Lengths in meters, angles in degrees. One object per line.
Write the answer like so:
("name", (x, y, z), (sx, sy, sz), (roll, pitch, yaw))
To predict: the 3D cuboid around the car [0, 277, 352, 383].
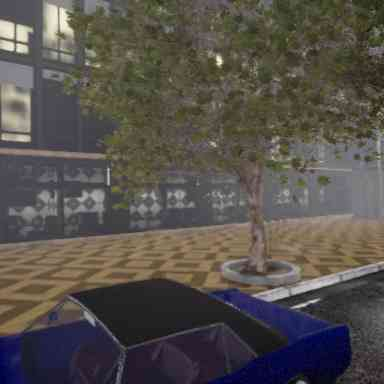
("car", (-0.737, 1.600, 2.844), (4.718, 1.301, 1.895), (0, 0, -35))
